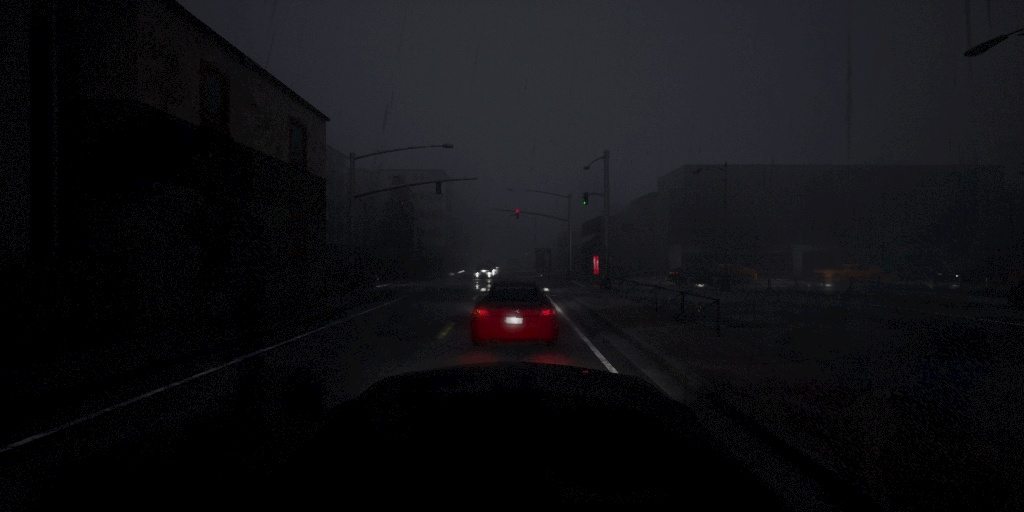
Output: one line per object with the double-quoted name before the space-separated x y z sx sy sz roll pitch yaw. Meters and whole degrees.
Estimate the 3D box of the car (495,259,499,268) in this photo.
"car" -3.515 1.351 56.365 1.895 1.301 4.718 0 0 0

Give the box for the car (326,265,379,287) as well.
"car" -12.213 1.418 25.976 4.902 1.511 2.128 0 0 -3

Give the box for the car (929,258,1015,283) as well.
"car" 38.047 1.148 29.516 5.566 2.045 2.150 0 0 0

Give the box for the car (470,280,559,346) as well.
"car" 0.073 1.314 9.461 1.994 1.385 4.181 0 0 1

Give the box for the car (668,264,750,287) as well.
"car" 13.827 1.418 25.811 4.902 1.511 2.128 0 0 0

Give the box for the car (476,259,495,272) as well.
"car" -3.539 1.276 46.332 1.812 1.442 4.674 0 0 0

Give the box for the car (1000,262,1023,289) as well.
"car" 39.130 1.404 25.843 5.008 1.535 1.882 0 0 0

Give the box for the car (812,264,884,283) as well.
"car" 27.558 1.404 29.524 5.008 1.535 1.882 0 0 0

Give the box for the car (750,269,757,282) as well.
"car" 17.332 1.404 29.515 5.008 1.535 1.882 0 0 0
